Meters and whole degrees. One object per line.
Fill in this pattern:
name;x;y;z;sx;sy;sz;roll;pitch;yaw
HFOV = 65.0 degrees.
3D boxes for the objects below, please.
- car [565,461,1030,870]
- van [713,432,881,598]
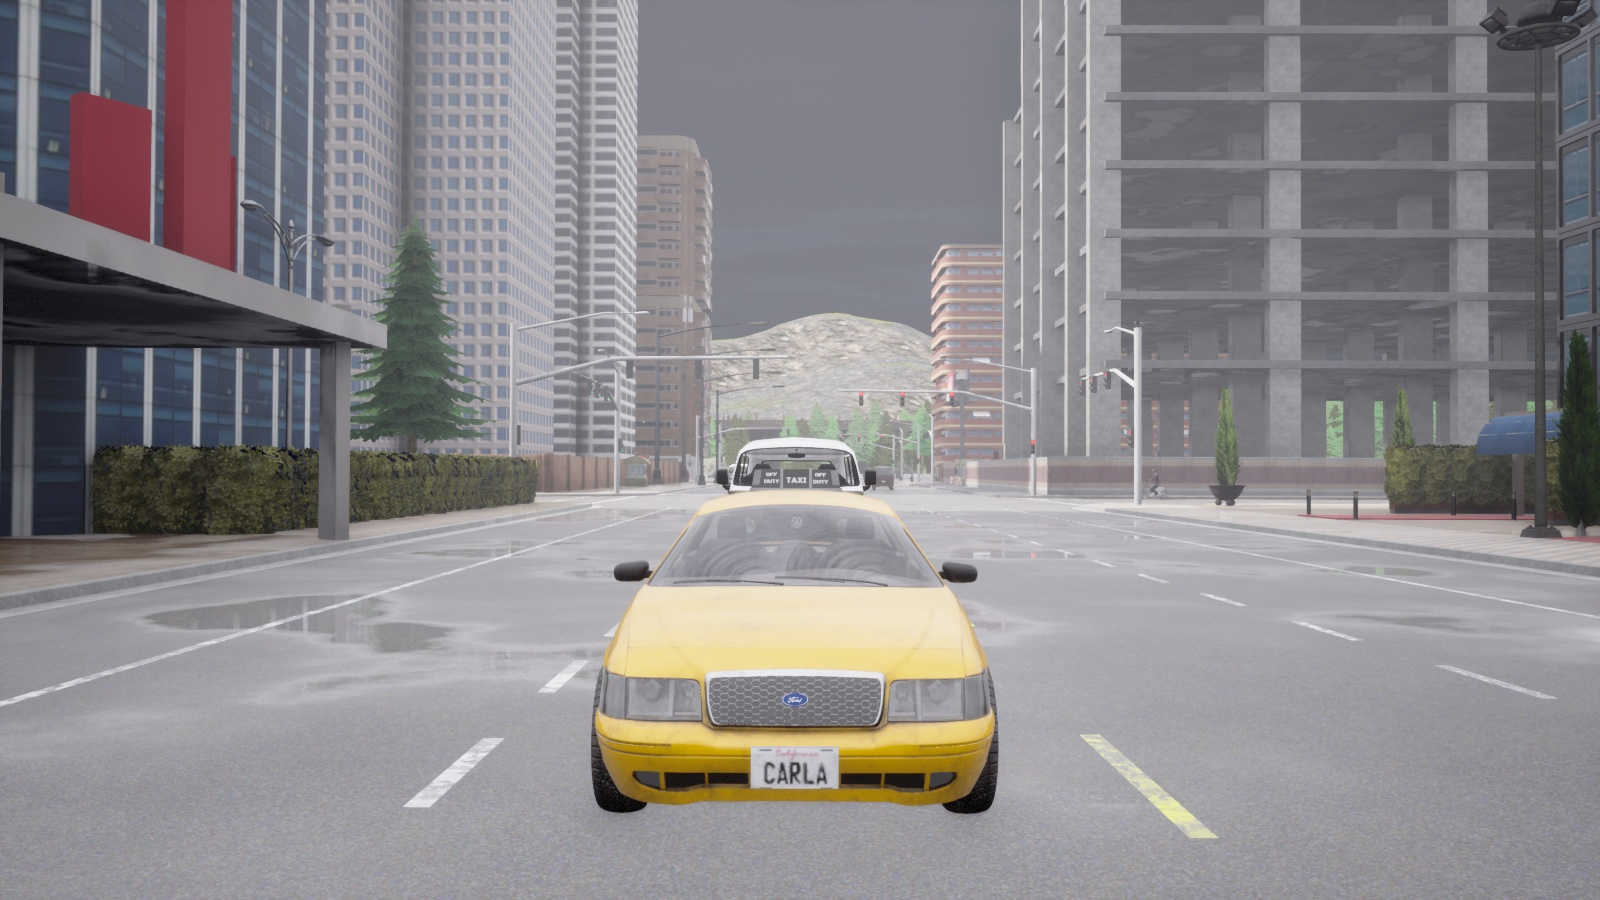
car;-0.019;0.880;7.559;1.801;1.575;5.366;0;-1;0
van;-0.046;0.836;17.761;2.069;2.038;4.480;0;-1;0
